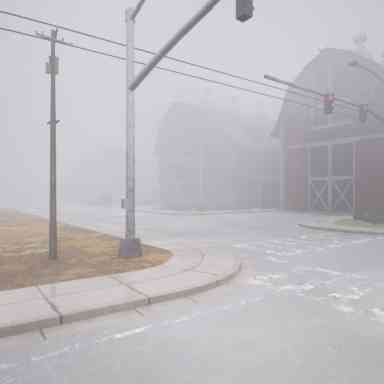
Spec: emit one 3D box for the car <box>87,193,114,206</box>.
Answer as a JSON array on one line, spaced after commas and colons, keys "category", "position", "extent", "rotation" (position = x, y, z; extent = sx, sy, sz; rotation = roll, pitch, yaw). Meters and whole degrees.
[{"category": "car", "position": [-13.869, 1.118, 50.556], "extent": [3.866, 1.878, 1.905], "rotation": [-2, 5, 11]}]
